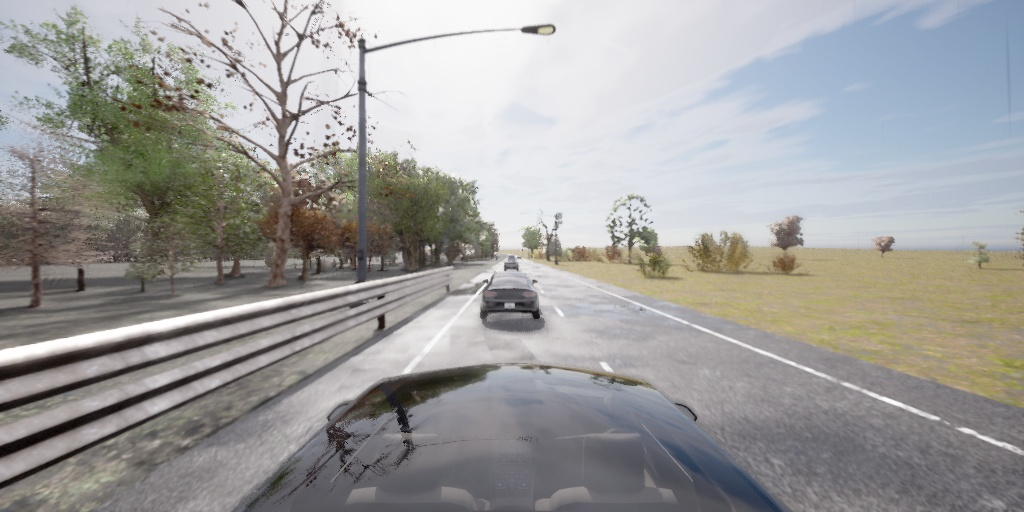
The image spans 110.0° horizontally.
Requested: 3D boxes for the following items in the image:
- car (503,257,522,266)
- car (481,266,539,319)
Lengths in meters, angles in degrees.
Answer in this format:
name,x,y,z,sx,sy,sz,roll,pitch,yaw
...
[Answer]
name,x,y,z,sx,sy,sz,roll,pitch,yaw
car,-0.064,1.173,45.937,2.128,1.511,4.902,0,0,0
car,-0.063,1.264,12.672,1.812,1.442,4.674,0,0,0
